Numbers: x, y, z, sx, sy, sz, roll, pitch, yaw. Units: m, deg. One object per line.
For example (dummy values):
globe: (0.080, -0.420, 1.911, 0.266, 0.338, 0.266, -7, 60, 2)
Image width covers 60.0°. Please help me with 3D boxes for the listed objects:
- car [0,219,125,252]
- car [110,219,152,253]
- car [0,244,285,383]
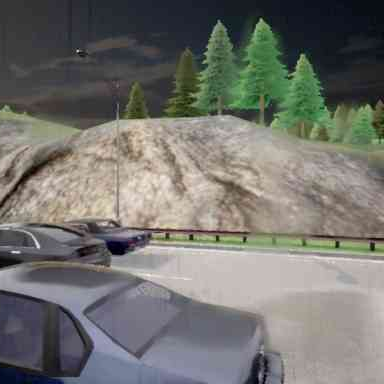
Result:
car: (-4.353, 1.505, 8.170, 4.892, 1.490, 1.837, 0, 0, 18)
car: (-3.912, 1.600, 11.727, 4.718, 1.301, 1.895, 0, 0, 18)
car: (-1.790, 1.547, 3.642, 5.357, 1.411, 2.033, 0, 0, 20)
